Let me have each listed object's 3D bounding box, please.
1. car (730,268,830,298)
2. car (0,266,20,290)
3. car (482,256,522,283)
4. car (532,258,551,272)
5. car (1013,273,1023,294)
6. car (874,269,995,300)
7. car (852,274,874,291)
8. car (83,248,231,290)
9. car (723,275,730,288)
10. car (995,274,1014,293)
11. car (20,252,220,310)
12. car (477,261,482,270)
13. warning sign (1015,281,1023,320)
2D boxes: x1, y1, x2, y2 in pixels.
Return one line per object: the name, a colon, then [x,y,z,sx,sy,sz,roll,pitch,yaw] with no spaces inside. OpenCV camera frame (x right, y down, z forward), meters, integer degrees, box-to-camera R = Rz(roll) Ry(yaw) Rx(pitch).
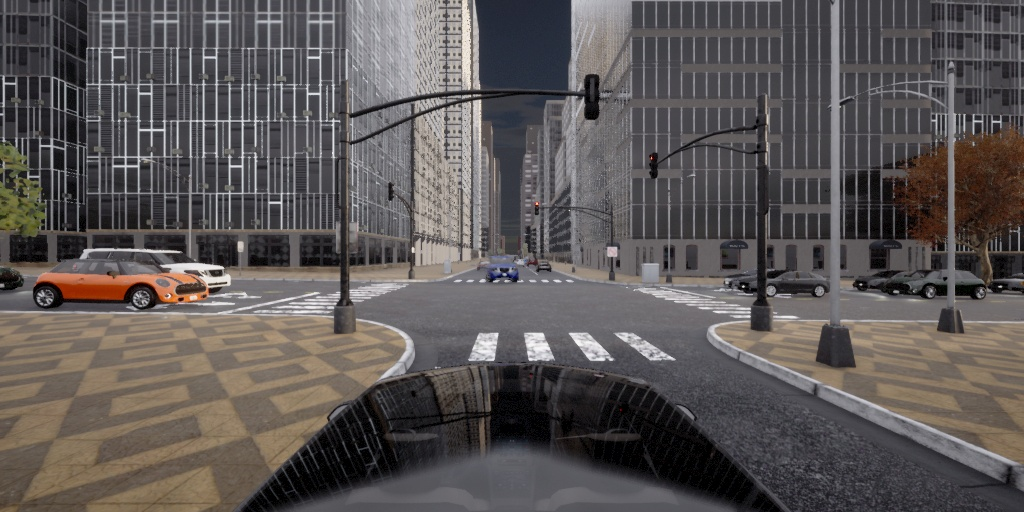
car: [15.810,1.564,20.910,4.892,1.490,1.837,1,0,-4]
car: [-24.621,0.675,15.599,4.553,1.767,2.097,1,0,-2]
car: [-0.924,0.993,28.413,2.150,2.045,5.566,0,0,-8]
car: [3.954,1.329,45.317,1.948,1.339,4.313,0,0,0]
car: [34.566,1.943,21.749,5.357,1.411,2.033,1,0,-2]
car: [24.981,1.576,21.316,4.553,1.767,2.097,1,0,-3]
car: [26.284,1.751,24.629,4.892,1.490,1.837,1,0,-3]
car: [-15.927,0.704,15.992,5.566,2.045,2.150,1,0,-3]
car: [16.899,1.569,24.202,4.902,1.511,2.128,1,0,-3]
car: [36.442,1.933,25.085,4.892,1.490,1.837,1,0,-2]
car: [-13.726,0.876,12.839,4.553,1.767,2.097,1,0,-3]
car: [-3.995,1.343,50.815,1.802,1.307,4.207,0,0,0]
warning sign: [17.280,1.204,11.506,1.060,1.860,1.300,0,0,-3]
